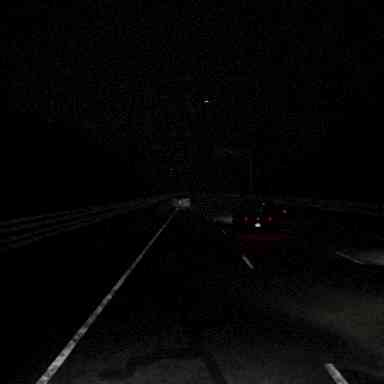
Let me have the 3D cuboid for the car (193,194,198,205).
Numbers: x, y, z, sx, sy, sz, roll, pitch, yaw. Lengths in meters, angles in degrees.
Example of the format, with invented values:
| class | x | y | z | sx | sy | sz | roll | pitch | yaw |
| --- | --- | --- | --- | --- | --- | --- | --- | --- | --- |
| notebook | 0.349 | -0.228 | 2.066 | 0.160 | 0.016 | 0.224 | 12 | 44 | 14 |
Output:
| class | x | y | z | sx | sy | sz | roll | pitch | yaw |
| --- | --- | --- | --- | --- | --- | --- | --- | --- | --- |
| car | -0.010 | 1.297 | 54.356 | 1.837 | 1.490 | 4.892 | 0 | 0 | 0 |

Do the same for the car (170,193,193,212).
| class | x | y | z | sx | sy | sz | roll | pitch | yaw |
| --- | --- | --- | --- | --- | --- | --- | --- | --- | --- |
| car | -1.232 | 1.072 | 36.384 | 2.150 | 2.045 | 5.566 | 0 | 0 | 0 |

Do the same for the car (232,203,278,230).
| class | x | y | z | sx | sy | sz | roll | pitch | yaw |
| --- | --- | --- | --- | --- | --- | --- | --- | --- | --- |
| car | 3.598 | 1.508 | 20.391 | 1.895 | 1.301 | 4.718 | 0 | 0 | 0 |

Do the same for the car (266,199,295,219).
| class | x | y | z | sx | sy | sz | roll | pitch | yaw |
| --- | --- | --- | --- | --- | --- | --- | --- | --- | --- |
| car | 7.095 | 1.355 | 27.908 | 1.882 | 1.535 | 5.008 | 0 | 0 | 0 |

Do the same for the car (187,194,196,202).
| class | x | y | z | sx | sy | sz | roll | pitch | yaw |
| --- | --- | --- | --- | --- | --- | --- | --- | --- | --- |
| car | -0.014 | 1.229 | 69.856 | 1.837 | 1.490 | 4.892 | 0 | 0 | 0 |
